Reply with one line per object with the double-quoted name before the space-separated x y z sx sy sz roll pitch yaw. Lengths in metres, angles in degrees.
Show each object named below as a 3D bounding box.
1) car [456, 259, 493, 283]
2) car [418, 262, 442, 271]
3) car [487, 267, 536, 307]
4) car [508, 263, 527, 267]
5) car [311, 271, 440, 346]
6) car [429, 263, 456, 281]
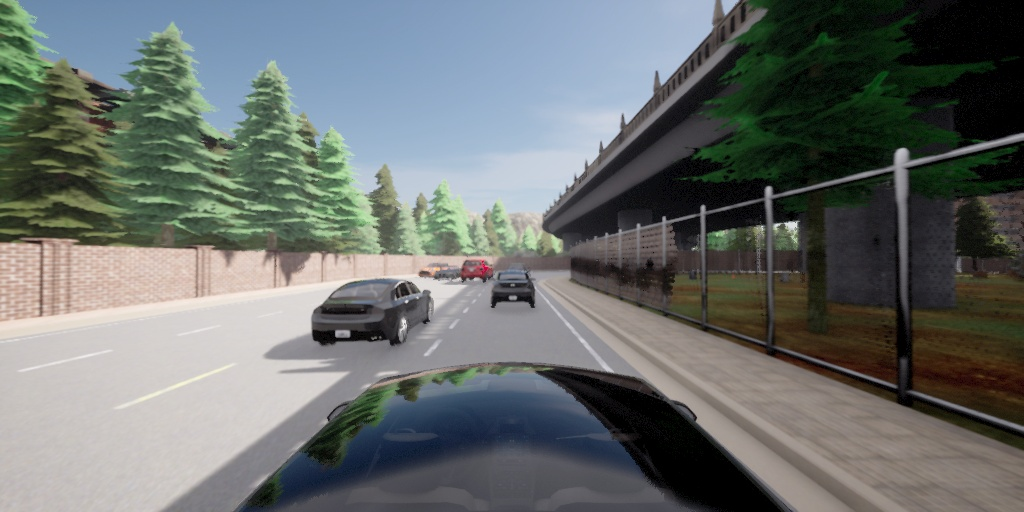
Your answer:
"car" -3.065 1.305 32.468 2.150 2.045 5.566 0 -1 6
"car" -8.566 1.519 40.006 2.097 1.767 4.553 0 -1 19
"car" 0.036 1.414 16.425 1.837 1.490 4.892 0 -1 0
"car" 0.609 1.441 33.165 2.097 1.767 4.553 0 -1 8
"car" -3.448 1.344 9.718 1.837 1.490 4.892 0 0 0
"car" -6.155 1.683 35.615 1.994 1.385 4.181 0 -1 13
